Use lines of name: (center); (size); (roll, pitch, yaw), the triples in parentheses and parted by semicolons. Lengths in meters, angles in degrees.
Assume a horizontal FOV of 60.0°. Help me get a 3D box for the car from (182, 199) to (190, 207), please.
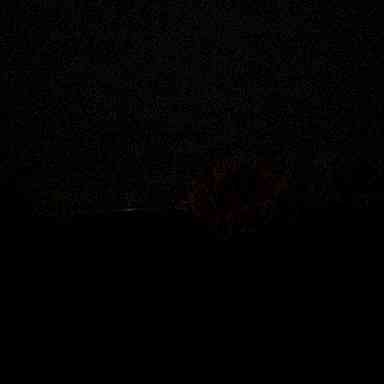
car: (0.138, 2.056, 61.812); (1.837, 1.490, 4.892); (-1, -1, 36)

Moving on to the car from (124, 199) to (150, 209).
car: (-9.101, 1.999, 55.179); (1.837, 1.490, 4.892); (-1, -1, 36)
